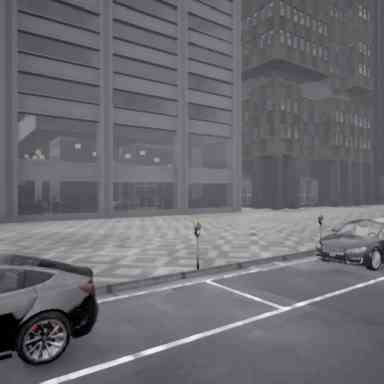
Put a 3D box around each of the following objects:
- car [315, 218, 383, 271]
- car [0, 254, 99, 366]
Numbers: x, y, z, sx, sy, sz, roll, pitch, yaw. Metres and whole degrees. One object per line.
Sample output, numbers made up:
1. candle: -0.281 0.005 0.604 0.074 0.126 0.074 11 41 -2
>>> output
1. car: 5.794 1.548 10.785 4.403 1.369 2.008 0 0 -35
2. car: -3.390 1.563 4.234 4.313 1.339 1.947 0 0 -35
